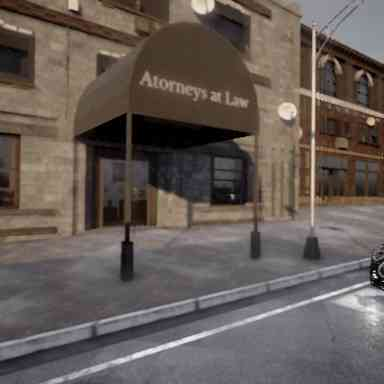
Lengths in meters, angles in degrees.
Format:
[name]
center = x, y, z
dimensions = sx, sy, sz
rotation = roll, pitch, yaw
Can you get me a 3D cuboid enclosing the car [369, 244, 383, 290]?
[car]
center = 6.125, 1.336, 7.747
dimensions = 4.553, 1.767, 2.097
rotation = 0, 0, -36
